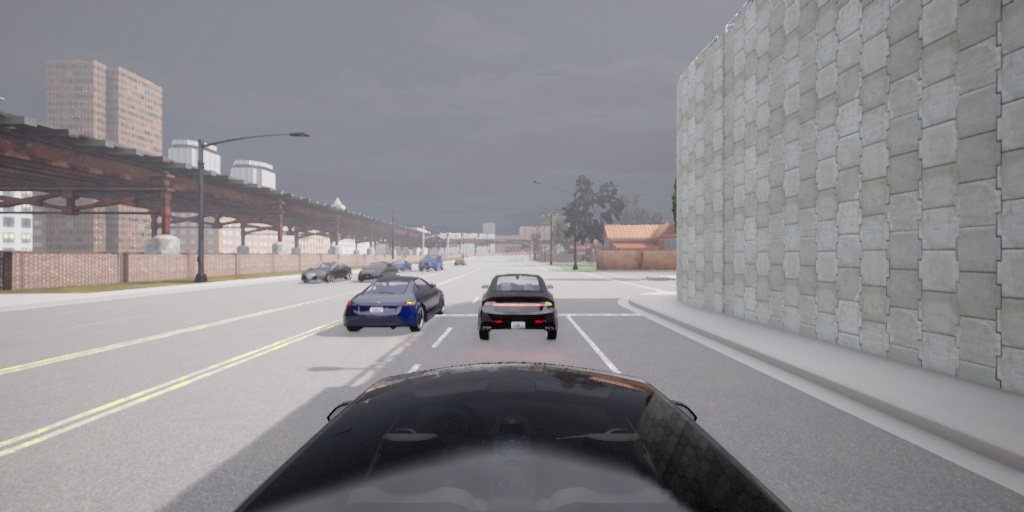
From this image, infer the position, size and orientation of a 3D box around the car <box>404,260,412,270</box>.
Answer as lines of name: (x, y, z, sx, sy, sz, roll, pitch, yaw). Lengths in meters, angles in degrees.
car: (-13.749, 1.247, 44.353, 1.812, 1.442, 4.674, 0, 0, 1)

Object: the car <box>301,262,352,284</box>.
car: (-13.893, 1.224, 27.132, 2.128, 1.511, 4.902, 0, 0, 0)

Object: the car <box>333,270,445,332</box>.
car: (-3.337, 1.308, 10.904, 1.994, 1.385, 4.181, 0, 0, 1)

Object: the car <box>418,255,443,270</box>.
car: (-10.239, 0.940, 45.764, 2.150, 2.045, 5.566, 0, 0, 1)

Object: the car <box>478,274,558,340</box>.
car: (0.154, 1.236, 9.932, 2.128, 1.511, 4.902, 0, 0, 1)

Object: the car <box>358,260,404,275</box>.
car: (-10.386, 1.237, 28.171, 1.837, 1.490, 4.892, 0, 0, 0)
